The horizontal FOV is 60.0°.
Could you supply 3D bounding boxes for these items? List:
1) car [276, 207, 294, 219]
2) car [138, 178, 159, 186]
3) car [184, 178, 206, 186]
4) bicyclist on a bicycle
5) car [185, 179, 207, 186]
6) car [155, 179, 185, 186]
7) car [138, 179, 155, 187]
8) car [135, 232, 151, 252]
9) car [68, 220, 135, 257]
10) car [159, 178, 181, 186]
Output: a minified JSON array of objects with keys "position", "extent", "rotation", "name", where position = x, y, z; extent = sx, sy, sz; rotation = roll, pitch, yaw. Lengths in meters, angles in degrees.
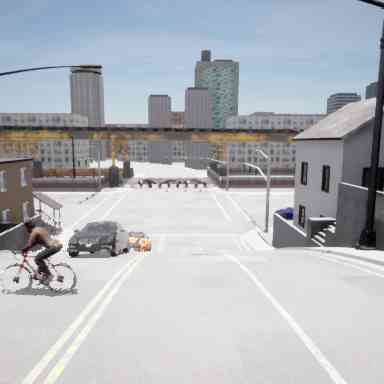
[{"position":[12.476,2.629,41.123],"extent":[4.181,1.385,1.994],"rotation":[0,8,-1],"name":"car"},{"position":[-9.296,-2.092,70.356],"extent":[4.536,1.218,1.853],"rotation":[8,11,42],"name":"car"},{"position":[0.651,-2.199,71.356],"extent":[4.536,1.218,1.853],"rotation":[5,10,27],"name":"car"},{"position":[-3.345,1.443,7.253],"extent":[1.656,1.620,0.582],"rotation":[-1,1,0],"name":"bicyclist on a bicycle"},{"position":[0.697,-2.040,71.355],"extent":[4.974,1.542,2.038],"rotation":[5,10,27],"name":"car"},{"position":[-4.651,-1.928,70.457],"extent":[4.974,1.542,2.038],"rotation":[-6,11,-37],"name":"car"},{"position":[-9.258,-1.931,70.345],"extent":[4.974,1.542,2.038],"rotation":[8,11,42],"name":"car"},{"position":[-4.331,3.839,25.621],"extent":[2.097,1.767,4.553],"rotation":[0,-8,-3],"name":"car"},{"position":[-3.973,2.043,14.892],"extent":[1.837,1.490,4.892],"rotation":[0,-7,-2],"name":"car"},{"position":[-4.610,-2.089,70.465],"extent":[4.536,1.218,1.853],"rotation":[-6,11,-37],"name":"car"}]
